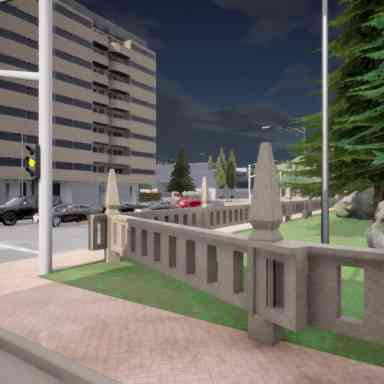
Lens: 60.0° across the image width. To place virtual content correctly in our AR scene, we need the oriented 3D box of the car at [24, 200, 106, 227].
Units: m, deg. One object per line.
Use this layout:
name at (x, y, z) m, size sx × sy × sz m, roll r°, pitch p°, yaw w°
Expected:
car at (-8.618, 1.547, 23.274) m, size 2.128 × 1.511 × 4.902 m, roll 0°, pitch 0°, yaw 34°

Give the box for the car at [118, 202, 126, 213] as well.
car at (-6.555, 1.656, 32.485) m, size 1.895 × 1.301 × 4.718 m, roll 0°, pitch 0°, yaw 34°

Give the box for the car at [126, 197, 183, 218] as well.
car at (-3.345, 1.547, 30.974) m, size 2.128 × 1.511 × 4.902 m, roll 0°, pitch 0°, yaw 34°

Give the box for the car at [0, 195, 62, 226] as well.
car at (-12.070, 1.277, 24.431) m, size 2.150 × 2.045 × 5.566 m, roll 0°, pitch 0°, yaw 34°

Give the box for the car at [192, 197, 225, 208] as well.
car at (2.267, 1.619, 39.148) m, size 1.994 × 1.385 × 4.181 m, roll 0°, pitch 0°, yaw 35°

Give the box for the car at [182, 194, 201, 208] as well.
car at (-0.162, 1.275, 41.802) m, size 2.150 × 2.045 × 5.566 m, roll 0°, pitch 0°, yaw 34°
